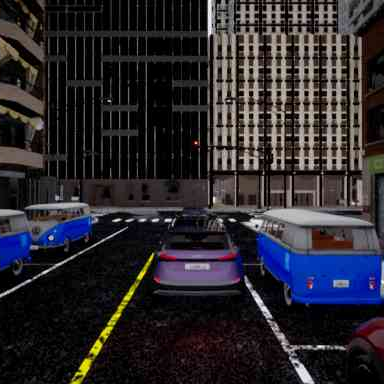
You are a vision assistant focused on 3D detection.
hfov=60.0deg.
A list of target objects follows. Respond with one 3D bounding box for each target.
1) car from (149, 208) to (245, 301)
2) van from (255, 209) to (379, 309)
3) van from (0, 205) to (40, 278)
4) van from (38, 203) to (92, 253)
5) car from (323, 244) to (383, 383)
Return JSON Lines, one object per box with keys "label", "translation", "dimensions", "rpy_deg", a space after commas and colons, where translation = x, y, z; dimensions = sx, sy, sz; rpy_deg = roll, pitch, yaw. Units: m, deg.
{"label": "car", "translation": [0.105, 1.432, 8.343], "dimensions": [2.033, 1.649, 4.856], "rpy_deg": [0, 0, 0]}
{"label": "van", "translation": [2.574, 1.343, 7.586], "dimensions": [1.690, 1.788, 3.998], "rpy_deg": [0, 0, 0]}
{"label": "van", "translation": [-5.306, 1.343, 7.585], "dimensions": [1.690, 1.788, 3.998], "rpy_deg": [0, 0, 0]}
{"label": "van", "translation": [-5.303, 1.345, 13.274], "dimensions": [1.690, 1.788, 3.998], "rpy_deg": [0, 0, 0]}
{"label": "car", "translation": [2.570, 1.440, 1.895], "dimensions": [1.967, 1.590, 4.097], "rpy_deg": [0, 0, 0]}
